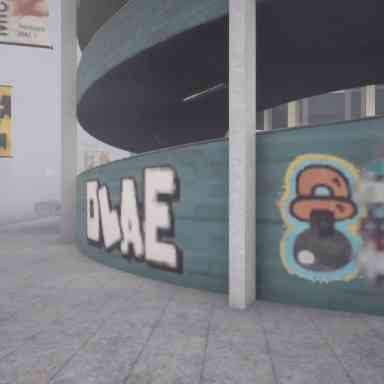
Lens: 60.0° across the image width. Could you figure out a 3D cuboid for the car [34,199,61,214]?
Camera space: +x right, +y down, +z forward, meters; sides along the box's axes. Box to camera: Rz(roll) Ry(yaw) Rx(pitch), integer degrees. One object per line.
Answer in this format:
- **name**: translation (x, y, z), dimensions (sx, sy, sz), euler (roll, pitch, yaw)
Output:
- **car**: translation (-14.966, 1.495, 35.731), dimensions (2.128, 1.511, 4.902), euler (0, 0, 6)
